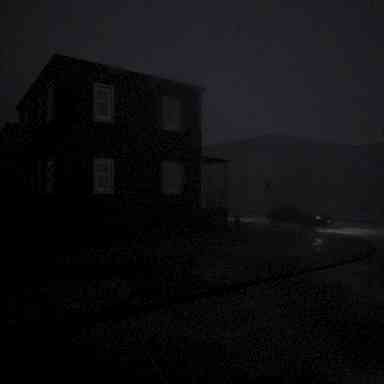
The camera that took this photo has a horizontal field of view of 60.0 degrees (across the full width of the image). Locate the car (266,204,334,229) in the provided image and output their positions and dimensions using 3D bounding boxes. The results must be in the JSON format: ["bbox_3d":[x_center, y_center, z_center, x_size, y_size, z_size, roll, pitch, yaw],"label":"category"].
[{"bbox_3d":[7.010,1.526,22.116,1.812,1.442,4.674,0,0,-35],"label":"car"}]

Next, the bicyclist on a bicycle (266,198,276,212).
[{"bbox_3d":[8.304,1.348,34.786,1.656,1.620,0.582,0,0,-35],"label":"bicyclist on a bicycle"}]
